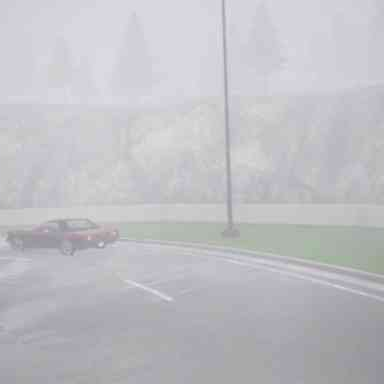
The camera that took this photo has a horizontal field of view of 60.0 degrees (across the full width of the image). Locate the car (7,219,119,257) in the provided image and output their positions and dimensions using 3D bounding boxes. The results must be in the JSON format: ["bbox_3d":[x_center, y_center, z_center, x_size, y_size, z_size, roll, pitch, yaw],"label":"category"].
[{"bbox_3d":[-5.368,1.745,13.591,4.718,1.301,1.895,-2,0,29],"label":"car"}]
